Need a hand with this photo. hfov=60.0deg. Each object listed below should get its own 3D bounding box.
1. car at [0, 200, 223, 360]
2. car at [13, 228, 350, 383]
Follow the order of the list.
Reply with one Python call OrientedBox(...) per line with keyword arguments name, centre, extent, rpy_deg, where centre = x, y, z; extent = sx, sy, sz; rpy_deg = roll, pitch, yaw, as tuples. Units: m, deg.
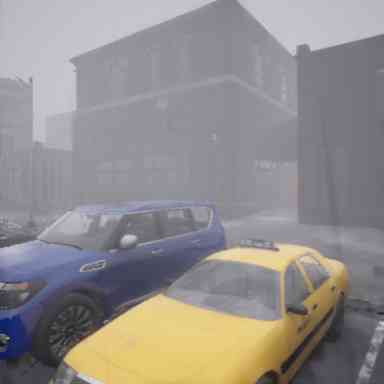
OrientedBox(name="car", centre=(-1.377, 1.209, 6.301), extent=(2.435, 2.045, 5.566), rpy_deg=(0, 0, 35))
OrientedBox(name="car", centre=(0.793, 1.469, 4.562), extent=(1.946, 1.575, 5.366), rpy_deg=(0, 0, 35))
